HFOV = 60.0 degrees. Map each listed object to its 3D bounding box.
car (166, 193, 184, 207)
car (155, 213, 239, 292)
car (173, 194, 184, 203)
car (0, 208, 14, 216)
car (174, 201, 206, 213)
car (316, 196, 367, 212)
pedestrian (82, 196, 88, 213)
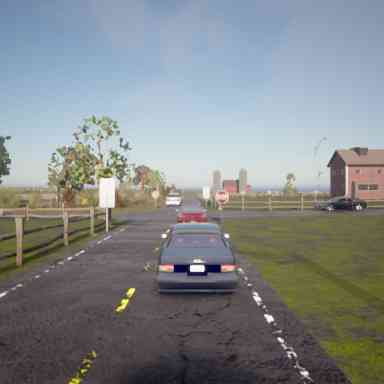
[{"bbox_3d":[-2.813,1.212,51.192,2.150,2.045,5.566,0,0,0],"label":"car"},{"bbox_3d":[0.103,1.545,9.027,2.033,1.411,5.357,0,0,0],"label":"car"},{"bbox_3d":[-2.735,1.341,69.461,2.097,1.767,4.553,0,0,0],"label":"car"},{"bbox_3d":[-19.692,1.861,31.709,4.718,1.301,1.895,-1,0,1],"label":"car"},{"bbox_3d":[-0.047,1.521,21.067,1.812,1.442,4.674,0,0,-3],"label":"car"},{"bbox_3d":[15.416,1.245,34.357,4.892,1.490,1.837,-1,0,0],"label":"car"},{"bbox_3d":[-12.150,1.408,37.602,0.375,1.860,0.375,0,1,0],"label":"pedestrian"}]
